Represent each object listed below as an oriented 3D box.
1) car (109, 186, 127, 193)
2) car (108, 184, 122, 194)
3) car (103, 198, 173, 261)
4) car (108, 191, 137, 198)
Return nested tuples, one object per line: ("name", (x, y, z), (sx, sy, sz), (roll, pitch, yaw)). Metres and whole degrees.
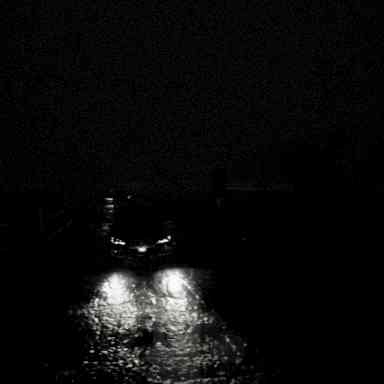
("car", (-7.644, 0.460, 35.791), (1.837, 1.490, 4.892), (0, 1, -14))
("car", (-11.627, -0.166, 50.856), (2.150, 2.045, 5.566), (0, 2, -16))
("car", (-1.843, 1.181, 11.113), (1.837, 1.490, 4.892), (0, 2, -13))
("car", (-4.326, 0.902, 22.081), (2.033, 1.411, 5.357), (0, 2, -13))
